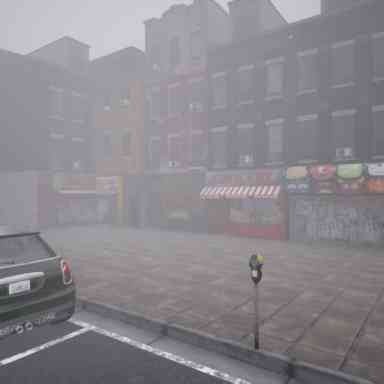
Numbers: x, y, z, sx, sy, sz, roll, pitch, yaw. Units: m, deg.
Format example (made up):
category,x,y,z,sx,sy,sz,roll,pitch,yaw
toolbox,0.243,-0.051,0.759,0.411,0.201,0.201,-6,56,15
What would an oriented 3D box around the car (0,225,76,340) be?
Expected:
category,x,y,z,sx,sy,sz,roll,pitch,yaw
car,-4.152,1.352,5.905,4.553,1.767,2.097,0,0,35
